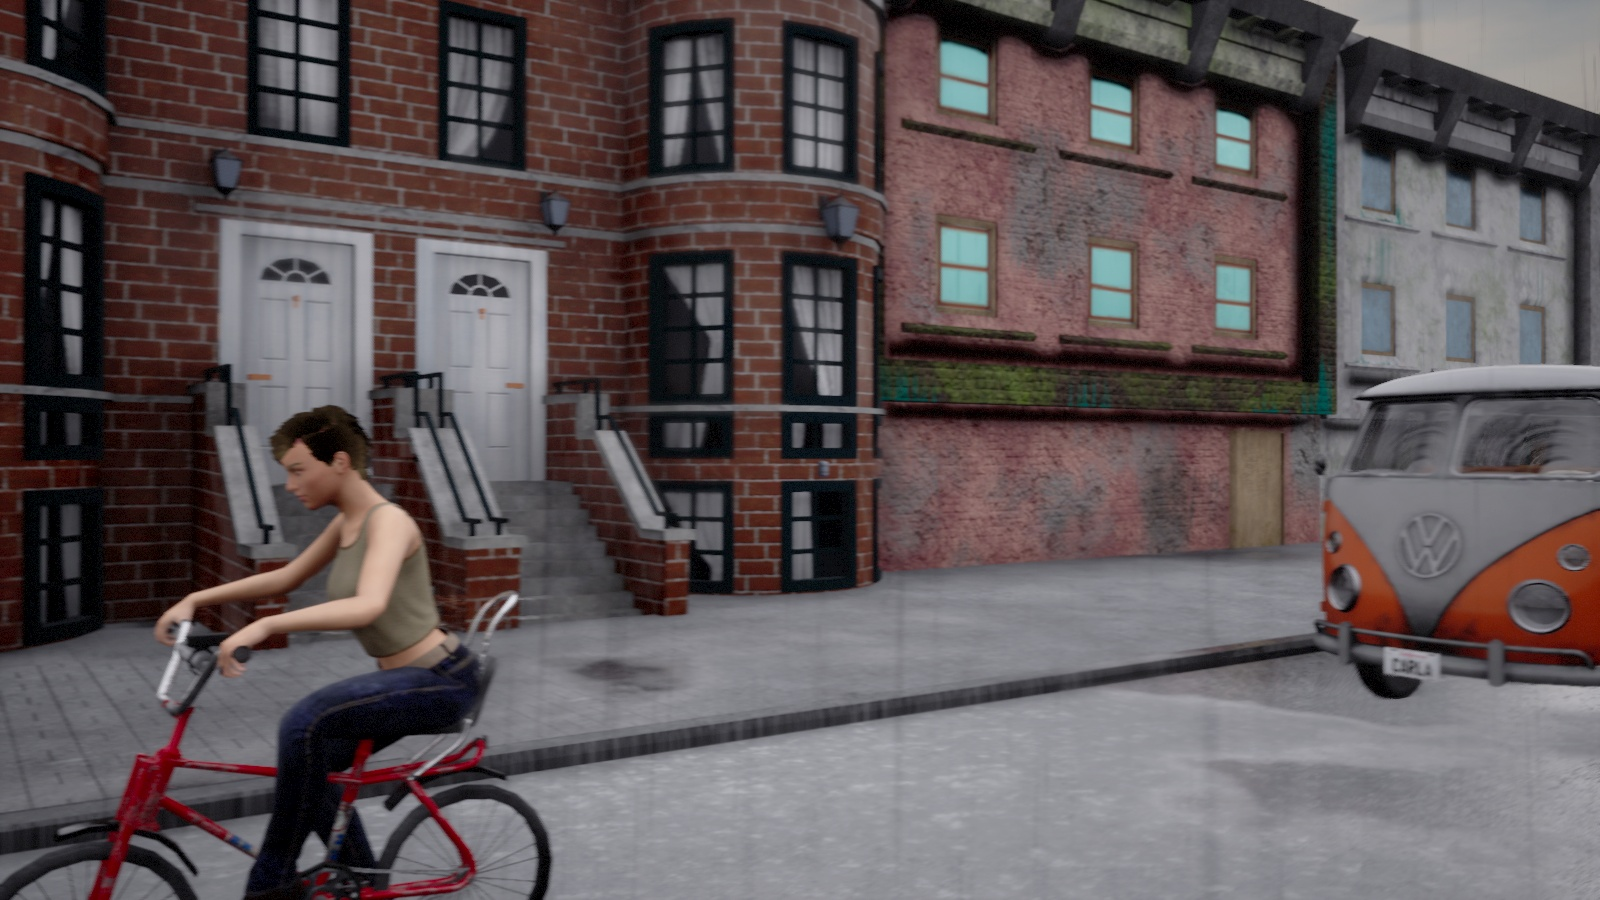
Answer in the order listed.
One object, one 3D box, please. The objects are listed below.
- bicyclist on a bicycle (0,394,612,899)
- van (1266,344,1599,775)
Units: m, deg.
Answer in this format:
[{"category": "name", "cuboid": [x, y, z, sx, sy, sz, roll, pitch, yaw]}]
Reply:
[{"category": "bicyclist on a bicycle", "cuboid": [-1.376, 0.692, 3.317, 1.509, 1.612, 0.866, 0, 0, -35]}, {"category": "van", "cuboid": [5.014, 0.499, 7.757, 4.442, 1.987, 1.775, 0, 0, -35]}]
